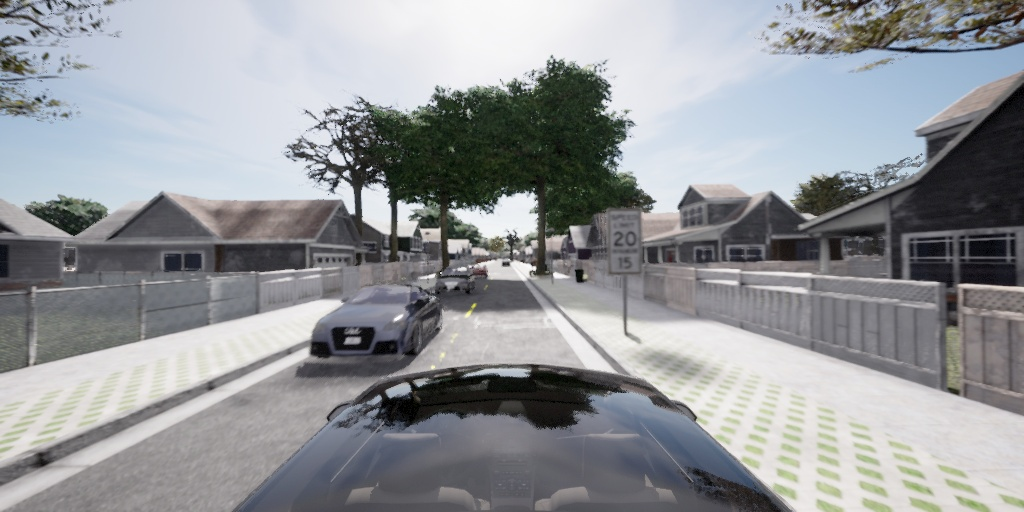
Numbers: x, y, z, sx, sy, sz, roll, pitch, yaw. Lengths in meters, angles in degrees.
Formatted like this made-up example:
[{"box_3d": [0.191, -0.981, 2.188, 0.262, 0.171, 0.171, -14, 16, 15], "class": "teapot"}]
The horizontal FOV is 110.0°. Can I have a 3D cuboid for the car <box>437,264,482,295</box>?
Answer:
[{"box_3d": [-3.147, 1.340, 20.763, 2.128, 1.511, 4.902, -1, 0, -1], "class": "car"}]

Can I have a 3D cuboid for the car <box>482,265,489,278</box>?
[{"box_3d": [-3.332, 1.502, 36.004, 1.895, 1.301, 4.718, -1, 0, -1], "class": "car"}]

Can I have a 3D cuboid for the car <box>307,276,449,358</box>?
[{"box_3d": [-2.932, 1.373, 8.569, 1.994, 1.385, 4.181, -1, 0, 0], "class": "car"}]
